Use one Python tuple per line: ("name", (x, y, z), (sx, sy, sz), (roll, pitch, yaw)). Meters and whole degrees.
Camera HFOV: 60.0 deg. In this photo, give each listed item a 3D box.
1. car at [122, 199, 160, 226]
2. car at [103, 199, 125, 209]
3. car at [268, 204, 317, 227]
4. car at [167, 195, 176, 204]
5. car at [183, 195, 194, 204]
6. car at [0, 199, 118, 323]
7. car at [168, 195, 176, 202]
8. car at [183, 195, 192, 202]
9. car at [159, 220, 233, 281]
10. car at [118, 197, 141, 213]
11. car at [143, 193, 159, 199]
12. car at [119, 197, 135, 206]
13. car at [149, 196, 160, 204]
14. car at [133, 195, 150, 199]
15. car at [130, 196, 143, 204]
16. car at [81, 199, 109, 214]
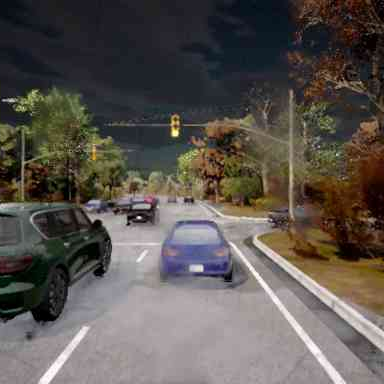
("car", (-3.402, 1.496, 23.905), (1.882, 1.535, 5.008), (0, 0, 0))
("car", (-10.677, 1.636, 45.916), (1.895, 1.301, 4.718), (0, 0, 0))
("car", (7.252, 1.509, 20.940), (4.902, 1.511, 2.128), (0, -1, -12))
("car", (-4.058, 1.544, 67.029), (2.128, 1.511, 4.902), (0, 0, -2))
("car", (-0.559, 1.530, 67.128), (1.882, 1.535, 5.008), (0, 0, -2))
("car", (-3.399, 1.227, 7.334), (2.150, 2.045, 5.566), (0, 0, 0))
("car", (-4.544, 1.492, 77.074), (1.812, 1.442, 4.674), (0, 0, -3))
("car", (-1.050, 1.492, 77.273), (1.812, 1.442, 4.674), (0, 0, -3))
("car", (0.105, 1.533, 9.710), (1.812, 1.442, 4.674), (0, 0, 0))
("car", (-7.084, 1.575, 35.524), (2.033, 1.411, 5.357), (0, 0, -1))
("car", (-7.278, 1.264, 55.461), (2.150, 2.045, 5.566), (0, 0, 0))
("car", (-10.780, 1.568, 55.749), (1.812, 1.442, 4.674), (0, 0, -1))
("car", (-7.555, 1.529, 66.943), (1.882, 1.535, 5.008), (0, 0, -2))
("car", (-7.171, 1.560, 44.984), (1.812, 1.442, 4.674), (0, 0, 0))
("car", (-11.024, 1.555, 66.009), (1.837, 1.490, 4.892), (0, 0, -2))
("car", (-10.617, 1.554, 36.808), (1.812, 1.442, 4.674), (0, 0, 0))
